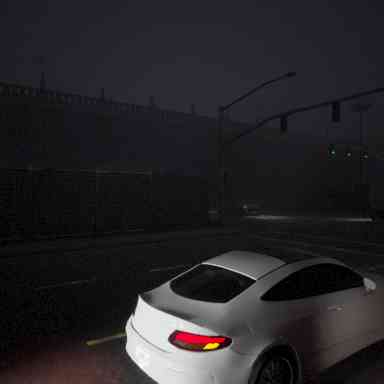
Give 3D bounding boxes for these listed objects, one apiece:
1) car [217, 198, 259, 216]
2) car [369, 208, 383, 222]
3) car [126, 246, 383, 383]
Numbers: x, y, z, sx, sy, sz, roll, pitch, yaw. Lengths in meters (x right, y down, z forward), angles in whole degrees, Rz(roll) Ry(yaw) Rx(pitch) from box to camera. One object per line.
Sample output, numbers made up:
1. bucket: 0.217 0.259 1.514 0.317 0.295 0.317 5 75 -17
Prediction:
1. car: 4.633 1.407 33.976 2.097 1.767 4.553 0 0 -36
2. car: 15.750 1.548 24.755 1.812 1.442 4.674 0 0 -35
3. car: 1.378 1.526 4.766 4.674 1.442 1.812 0 0 -35
